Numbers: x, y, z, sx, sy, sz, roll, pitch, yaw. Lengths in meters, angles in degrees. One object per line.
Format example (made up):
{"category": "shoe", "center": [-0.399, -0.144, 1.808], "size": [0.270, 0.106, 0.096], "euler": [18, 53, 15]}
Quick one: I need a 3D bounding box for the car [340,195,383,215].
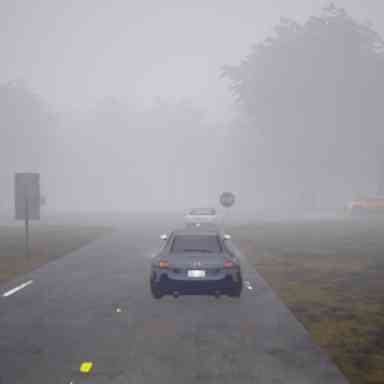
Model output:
{"category": "car", "center": [16.225, 1.163, 30.796], "size": [4.553, 1.767, 2.097], "euler": [-1, 0, 0]}

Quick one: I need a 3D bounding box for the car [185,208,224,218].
{"category": "car", "center": [0.980, 1.717, 22.405], "size": [1.895, 1.301, 4.718], "euler": [0, 0, 14]}

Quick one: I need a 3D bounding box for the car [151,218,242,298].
{"category": "car", "center": [0.096, 1.606, 8.654], "size": [1.994, 1.385, 4.181], "euler": [0, 0, 0]}
